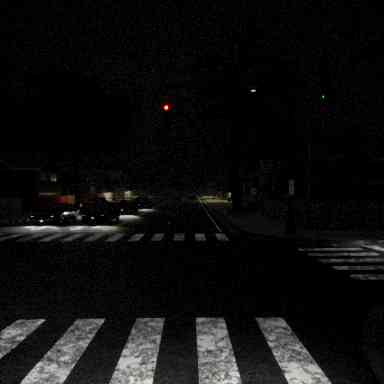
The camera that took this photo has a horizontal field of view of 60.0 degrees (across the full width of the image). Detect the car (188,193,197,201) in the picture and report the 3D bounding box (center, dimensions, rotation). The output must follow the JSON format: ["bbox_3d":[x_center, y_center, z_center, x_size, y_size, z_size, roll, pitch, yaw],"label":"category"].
[{"bbox_3d":[0.070,0.936,67.114,1.882,1.535,5.008,0,1,0],"label":"car"}]

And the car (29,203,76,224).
[{"bbox_3d":[-9.863,1.512,24.432,2.033,1.411,5.357,0,0,0],"label":"car"}]

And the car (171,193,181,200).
[{"bbox_3d":[-3.184,0.939,67.802,2.128,1.511,4.902,0,1,0],"label":"car"}]

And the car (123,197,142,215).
[{"bbox_3d":[-6.612,1.500,33.410,1.994,1.385,4.181,0,0,0],"label":"car"}]

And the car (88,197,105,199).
[{"bbox_3d":[-9.865,1.286,33.816,2.097,1.767,4.553,0,0,0],"label":"car"}]

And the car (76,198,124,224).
[{"bbox_3d":[-6.611,1.469,24.512,1.837,1.490,4.892,0,0,0],"label":"car"}]

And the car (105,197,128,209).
[{"bbox_3d":[-9.862,1.432,43.863,1.895,1.301,4.718,0,1,0],"label":"car"}]

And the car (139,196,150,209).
[{"bbox_3d":[-6.610,1.337,43.814,1.837,1.490,4.892,0,1,0],"label":"car"}]
